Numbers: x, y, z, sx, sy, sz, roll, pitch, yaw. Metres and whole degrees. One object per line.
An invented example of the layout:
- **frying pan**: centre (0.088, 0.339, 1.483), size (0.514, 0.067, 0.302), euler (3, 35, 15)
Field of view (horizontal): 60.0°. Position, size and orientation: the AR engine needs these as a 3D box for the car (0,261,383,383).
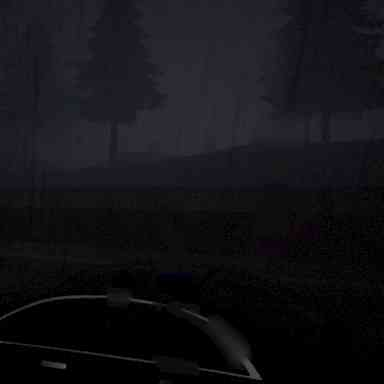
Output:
- **car**: centre (-0.709, 1.504, 3.298), size (4.892, 1.490, 1.837), euler (0, 0, 19)
